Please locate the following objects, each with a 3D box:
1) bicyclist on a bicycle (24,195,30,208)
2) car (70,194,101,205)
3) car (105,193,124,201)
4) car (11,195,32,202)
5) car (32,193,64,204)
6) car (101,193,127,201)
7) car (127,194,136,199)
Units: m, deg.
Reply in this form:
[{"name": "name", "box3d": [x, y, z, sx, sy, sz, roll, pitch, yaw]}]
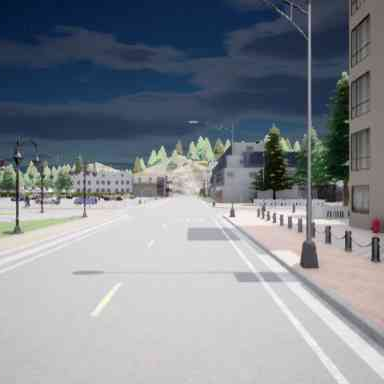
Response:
[{"name": "bicyclist on a bicycle", "box3d": [-21.894, 1.288, 44.205, 0.582, 1.620, 1.656, 0, 0, -1]}, {"name": "car", "box3d": [-17.386, 1.358, 54.324, 3.633, 1.501, 1.845, 0, 0, 0]}, {"name": "car", "box3d": [-17.663, 1.064, 75.813, 3.866, 1.878, 1.905, 0, 0, 0]}, {"name": "car", "box3d": [-35.800, 1.305, 69.295, 3.633, 1.501, 1.845, 0, 0, 0]}, {"name": "car", "box3d": [-24.807, 1.369, 57.303, 3.806, 1.475, 1.970, 0, 0, 0]}, {"name": "car", "box3d": [-17.251, 1.085, 72.908, 4.605, 1.855, 1.932, 0, 0, 0]}, {"name": "car", "box3d": [-17.665, 1.143, 88.608, 5.027, 1.636, 2.152, 0, 0, 0]}]
